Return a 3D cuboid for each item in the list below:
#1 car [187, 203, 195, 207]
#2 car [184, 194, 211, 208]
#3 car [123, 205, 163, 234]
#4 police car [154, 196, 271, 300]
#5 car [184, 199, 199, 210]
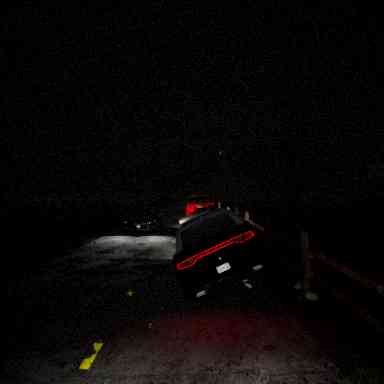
[{"bbox_3d":[0.791,1.569,18.537,1.812,1.442,4.674,0,0,0],"label":"car"},{"bbox_3d":[0.677,1.238,24.480,2.150,2.045,5.566,-3,-2,3],"label":"car"},{"bbox_3d":[-2.788,1.552,19.758,1.837,1.490,4.892,0,0,0],"label":"car"},{"bbox_3d":[0.484,1.210,8.657,1.930,1.638,5.238,-25,0,0],"label":"police car"},{"bbox_3d":[-0.074,1.730,46.471,2.033,1.411,5.357,0,0,0],"label":"car"}]
